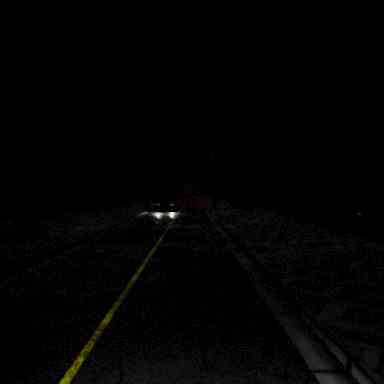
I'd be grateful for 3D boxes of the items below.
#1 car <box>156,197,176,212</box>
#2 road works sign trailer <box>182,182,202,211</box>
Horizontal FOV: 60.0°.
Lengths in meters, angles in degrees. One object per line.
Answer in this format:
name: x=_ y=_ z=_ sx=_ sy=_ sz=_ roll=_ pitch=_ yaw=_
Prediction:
car: x=-3.091 y=1.426 z=39.532 sx=2.097 sy=1.767 sz=4.553 roll=0 pitch=0 yaw=0
road works sign trailer: x=0.001 y=0.546 z=41.666 sx=2.380 sy=3.560 sz=2.880 roll=0 pitch=0 yaw=0
